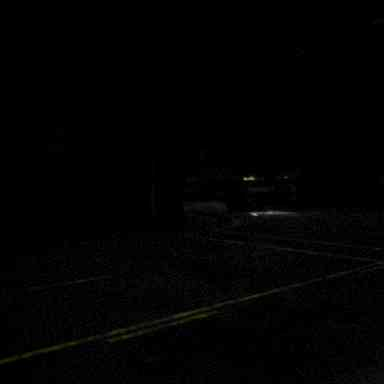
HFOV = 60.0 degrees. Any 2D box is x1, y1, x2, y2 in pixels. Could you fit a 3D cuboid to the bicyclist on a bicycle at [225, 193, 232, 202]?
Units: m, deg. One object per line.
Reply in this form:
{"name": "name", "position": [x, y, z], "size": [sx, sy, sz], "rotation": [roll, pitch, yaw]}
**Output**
{"name": "bicyclist on a bicycle", "position": [6.004, 0.954, 54.786], "size": [1.656, 1.620, 0.582], "rotation": [-1, 1, -37]}

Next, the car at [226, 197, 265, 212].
{"name": "car", "position": [5.986, 1.334, 37.412], "size": [1.882, 1.535, 5.008], "rotation": [-1, 1, -37]}
